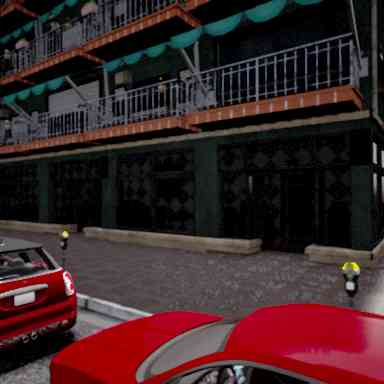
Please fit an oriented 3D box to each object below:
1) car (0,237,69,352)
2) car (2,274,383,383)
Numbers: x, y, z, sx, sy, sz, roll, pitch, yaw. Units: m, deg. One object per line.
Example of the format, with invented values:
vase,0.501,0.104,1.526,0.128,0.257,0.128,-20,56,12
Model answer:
car,-3.830,1.472,5.607,4.097,1.590,1.967,0,0,35
car,0.760,1.548,2.335,4.507,1.381,1.887,0,0,35
